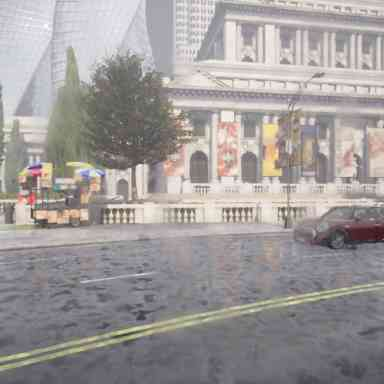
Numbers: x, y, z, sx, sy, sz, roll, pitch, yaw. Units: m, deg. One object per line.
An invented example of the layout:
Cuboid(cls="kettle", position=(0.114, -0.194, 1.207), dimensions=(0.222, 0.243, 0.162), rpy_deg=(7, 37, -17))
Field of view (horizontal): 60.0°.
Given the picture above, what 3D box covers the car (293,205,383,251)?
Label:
Cuboid(cls="car", position=(6.604, 1.347, 14.007), dimensions=(4.553, 1.767, 2.097), rpy_deg=(0, 0, -15))
